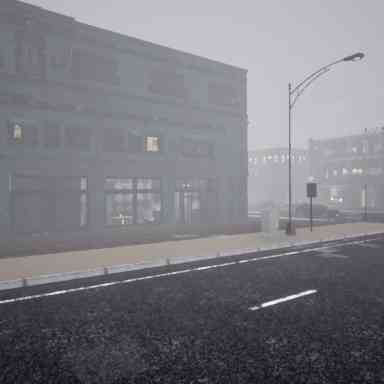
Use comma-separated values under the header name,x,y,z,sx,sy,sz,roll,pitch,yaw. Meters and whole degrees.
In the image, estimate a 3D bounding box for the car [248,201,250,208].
name,x,y,z,sx,sy,sz,roll,pitch,yaw
car,7.986,1.963,53.763,1.802,1.307,4.206,-2,0,-36

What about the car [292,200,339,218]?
name,x,y,z,sx,sy,sz,roll,pitch,yaw
car,12.381,1.811,33.030,1.947,1.339,4.313,-2,0,-36

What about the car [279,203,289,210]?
name,x,y,z,sx,sy,sz,roll,pitch,yaw
car,14.432,1.806,44.764,2.008,1.369,4.403,-2,0,-36

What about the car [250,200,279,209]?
name,x,y,z,sx,sy,sz,roll,pitch,yaw
car,11.209,1.901,49.264,1.802,1.307,4.206,-2,0,-36
